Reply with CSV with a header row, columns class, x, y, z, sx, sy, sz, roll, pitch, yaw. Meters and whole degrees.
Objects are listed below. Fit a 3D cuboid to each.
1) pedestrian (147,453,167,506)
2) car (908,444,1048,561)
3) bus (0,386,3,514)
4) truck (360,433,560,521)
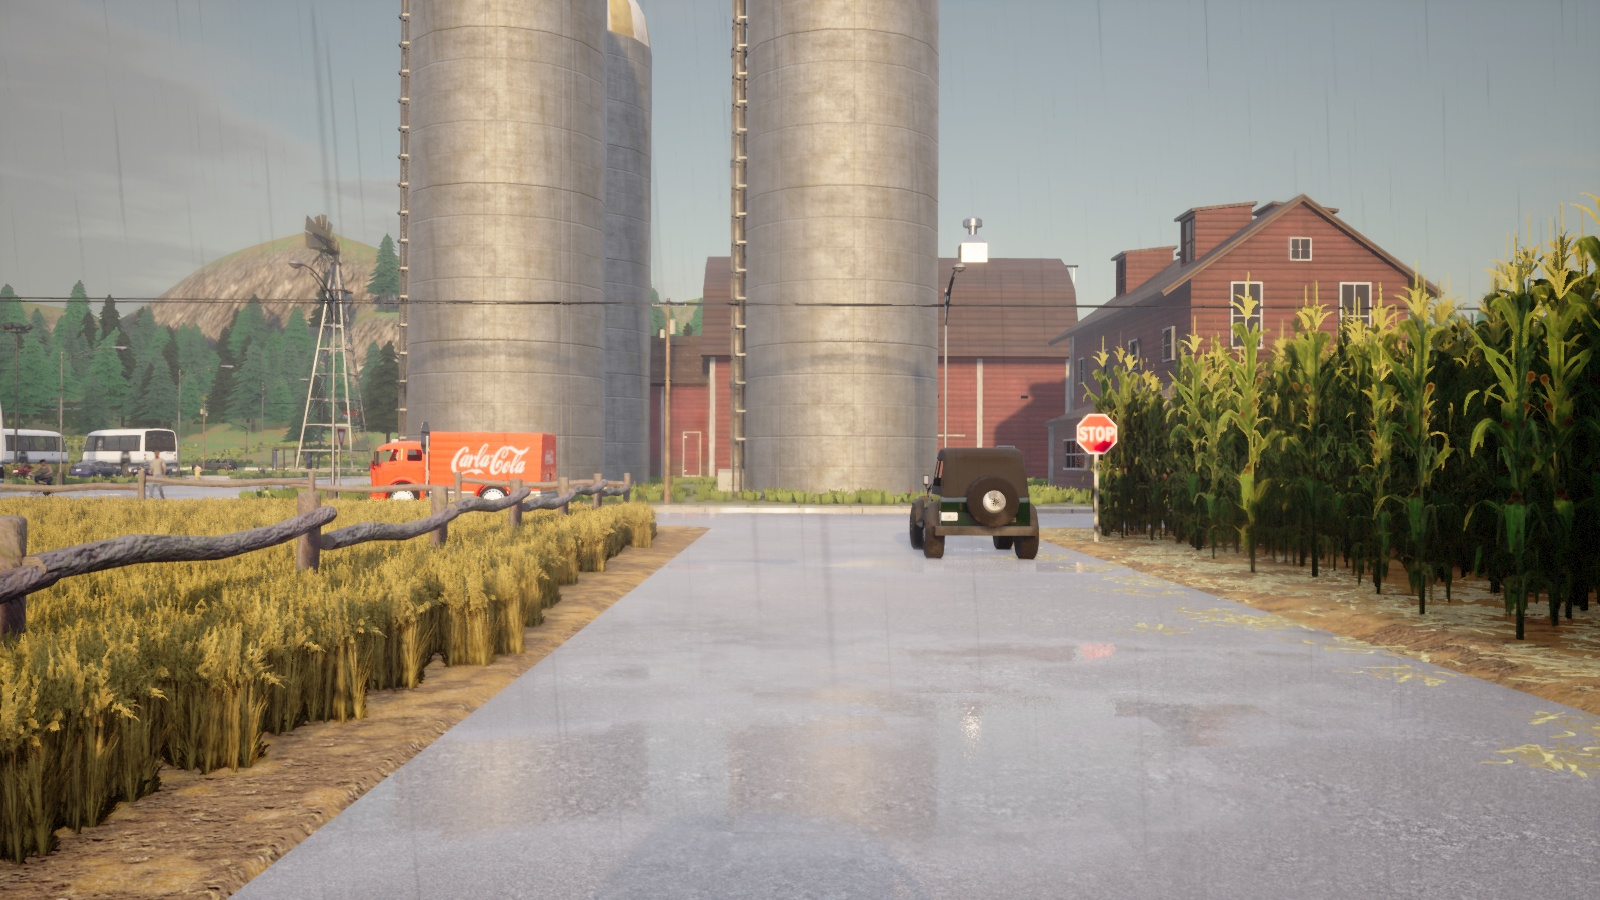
class,x,y,z,sx,sy,sz,roll,pitch,yaw
pedestrian,-22.678,1.039,44.296,0.354,1.836,0.706,0,-1,1
car,3.037,0.871,22.190,1.905,1.878,3.866,0,-1,0
bus,-30.943,-0.014,38.534,3.944,4.253,10.273,-1,-1,31
truck,-9.943,0.779,37.099,5.204,2.467,2.627,0,-1,1
